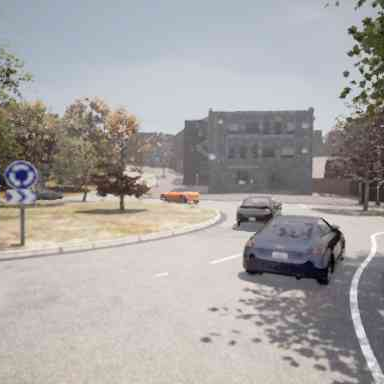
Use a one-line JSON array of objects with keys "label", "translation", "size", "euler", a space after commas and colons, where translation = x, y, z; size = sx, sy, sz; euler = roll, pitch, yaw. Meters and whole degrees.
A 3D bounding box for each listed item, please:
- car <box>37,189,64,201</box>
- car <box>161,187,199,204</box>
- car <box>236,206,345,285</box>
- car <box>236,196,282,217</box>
[{"label": "car", "translation": [-18.464, 0.358, 40.345], "size": [5.357, 1.411, 2.033], "euler": [0, 2, -15]}, {"label": "car", "translation": [-1.391, 0.271, 36.154], "size": [2.097, 1.767, 4.553], "euler": [-2, 2, -45]}, {"label": "car", "translation": [2.902, 1.301, 8.992], "size": [1.994, 1.385, 4.181], "euler": [1, 2, 30]}, {"label": "car", "translation": [3.624, 0.969, 17.651], "size": [2.128, 1.511, 4.902], "euler": [1, 2, 20]}]
